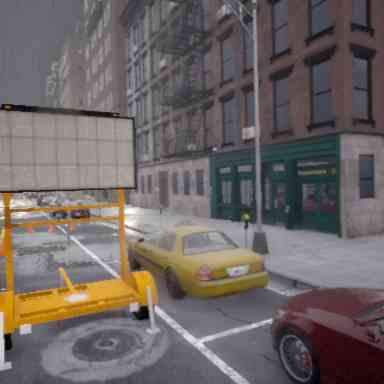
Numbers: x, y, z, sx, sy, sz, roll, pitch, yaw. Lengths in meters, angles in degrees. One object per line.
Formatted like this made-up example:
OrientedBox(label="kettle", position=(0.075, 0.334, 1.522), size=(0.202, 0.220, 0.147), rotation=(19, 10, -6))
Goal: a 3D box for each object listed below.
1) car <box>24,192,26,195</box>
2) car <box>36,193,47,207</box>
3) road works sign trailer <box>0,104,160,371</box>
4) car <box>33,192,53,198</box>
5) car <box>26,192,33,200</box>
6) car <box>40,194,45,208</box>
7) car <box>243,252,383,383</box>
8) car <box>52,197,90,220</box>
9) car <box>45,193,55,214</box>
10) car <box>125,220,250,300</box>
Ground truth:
OrientedBox(label="car", position=(-39.267, 0.571, 81.390), size=(2.192, 1.841, 5.009), rotation=(-2, 1, -28))
OrientedBox(label="car", position=(-16.191, 1.142, 37.883), size=(2.008, 1.369, 4.403), rotation=(-2, 1, -28))
OrientedBox(label="road works sign trailer", position=(-2.167, 0.382, 5.799), size=(2.380, 3.560, 2.880), rotation=(-2, 1, -28))
OrientedBox(label="car", position=(-18.865, 0.869, 42.896), size=(2.192, 1.841, 5.009), rotation=(-2, 1, -28))
OrientedBox(label="car", position=(-31.506, 0.683, 66.816), size=(2.192, 1.841, 5.009), rotation=(-2, 1, -28))
OrientedBox(label="car", position=(-13.525, 1.175, 32.866), size=(1.887, 1.381, 4.507), rotation=(-2, 1, -28))
OrientedBox(label="car", position=(2.476, 1.439, 2.761), size=(1.802, 1.307, 4.206), rotation=(-2, 1, -28))
OrientedBox(label="car", position=(-8.192, 1.251, 22.830), size=(1.887, 1.381, 4.507), rotation=(-2, 1, -28))
OrientedBox(label="car", position=(-10.861, 1.108, 27.846), size=(1.967, 1.590, 4.097), rotation=(-2, 1, -28))
OrientedBox(label="car", position=(-0.272, 1.343, 7.927), size=(1.752, 1.417, 4.829), rotation=(-2, 1, -28))
